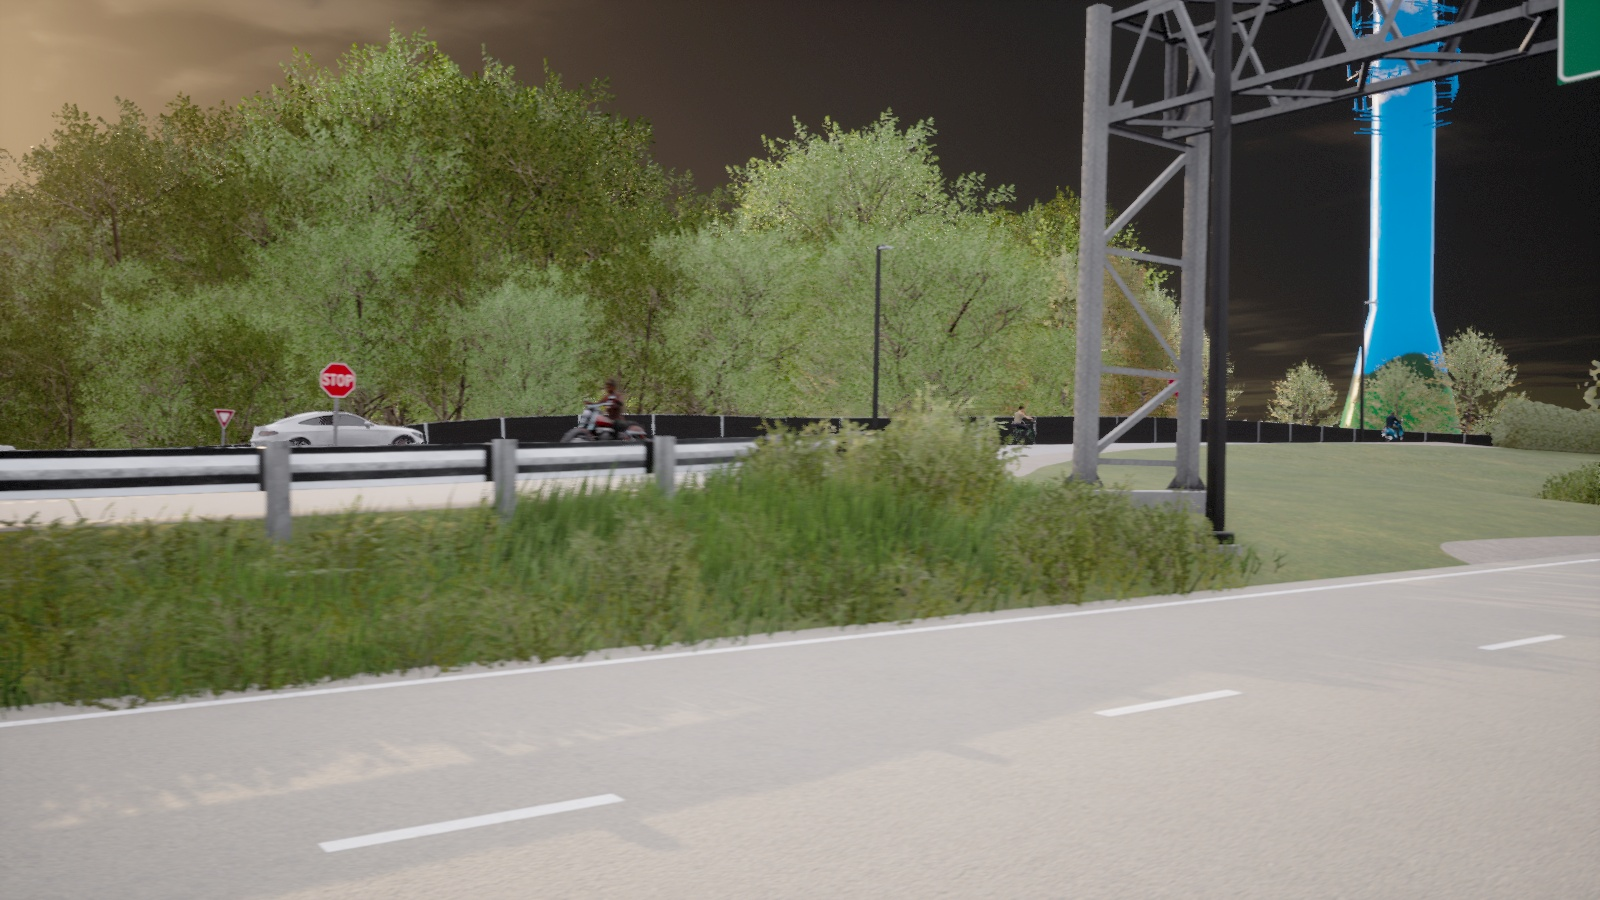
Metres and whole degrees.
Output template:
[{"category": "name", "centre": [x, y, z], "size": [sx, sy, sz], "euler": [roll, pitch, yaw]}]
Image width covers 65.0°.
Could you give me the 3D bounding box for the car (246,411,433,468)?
[{"category": "car", "centre": [-13.061, -0.331, 35.741], "size": [4.674, 1.442, 1.812], "euler": [-3, 1, -33]}]

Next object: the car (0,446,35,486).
[{"category": "car", "centre": [-32.631, 0.668, 50.276], "size": [4.792, 1.488, 2.163], "euler": [-3, -3, 42]}]

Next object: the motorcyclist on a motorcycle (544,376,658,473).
[{"category": "motorcyclist on a motorcycle", "centre": [-3.559, -0.459, 22.707], "size": [0.766, 1.649, 2.350], "euler": [-1, 1, 26]}]

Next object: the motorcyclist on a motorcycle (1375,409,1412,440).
[{"category": "motorcyclist on a motorcycle", "centre": [30.732, -1.318, 65.050], "size": [1.817, 1.590, 0.866], "euler": [-1, 0, -32]}]
